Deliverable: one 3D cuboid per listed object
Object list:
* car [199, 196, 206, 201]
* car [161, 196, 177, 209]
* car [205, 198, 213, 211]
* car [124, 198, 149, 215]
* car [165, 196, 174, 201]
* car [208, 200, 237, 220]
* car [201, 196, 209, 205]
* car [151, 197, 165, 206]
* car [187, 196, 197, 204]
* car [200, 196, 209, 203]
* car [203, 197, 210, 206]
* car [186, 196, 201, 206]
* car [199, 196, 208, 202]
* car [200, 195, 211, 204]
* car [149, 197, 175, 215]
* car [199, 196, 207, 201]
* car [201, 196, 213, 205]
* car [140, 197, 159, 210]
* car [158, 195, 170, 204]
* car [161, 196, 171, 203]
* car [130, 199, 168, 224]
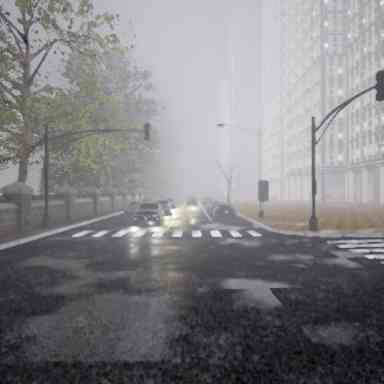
[{"bbox_3d":[2.710,1.699,89.994,1.802,1.307,4.206,0,0,0],"label":"car"},{"bbox_3d":[-3.072,1.563,44.386,1.812,1.442,4.674,0,0,0],"label":"car"},{"bbox_3d":[2.699,1.591,33.671,1.947,1.339,4.313,0,0,0],"label":"car"},{"bbox_3d":[-5.682,1.607,33.673,1.802,1.307,4.206,0,0,0],"label":"car"},{"bbox_3d":[-5.671,1.650,84.364,1.887,1.381,4.507,0,0,0],"label":"car"},{"bbox_3d":[2.697,1.586,28.038,1.947,1.339,4.313,0,0,0],"label":"car"},{"bbox_3d":[2.704,1.599,56.202,1.887,1.381,4.507,0,0,0],"label":"car"},{"bbox_3d":[-5.676,1.579,56.033,1.752,1.417,4.829,0,0,0],"label":"car"},{"bbox_3d":[0.014,1.572,65.325,1.837,1.490,4.892,0,0,0],"label":"car"},{"bbox_3d":[2.706,1.634,73.097,2.008,1.369,4.403,0,0,0],"label":"car"},{"bbox_3d":[2.700,1.597,39.304,1.947,1.339,4.313,0,0,0],"label":"car"},{"bbox_3d":[0.011,1.654,55.355,1.895,1.301,4.718,0,0,0],"label":"car"},{"bbox_3d":[2.708,1.645,78.729,2.008,1.369,4.403,0,0,0],"label":"car"},{"bbox_3d":[2.706,1.513,67.465,1.967,1.590,4.097,0,0,0],"label":"car"},{"bbox_3d":[-3.090,1.530,34.092,1.837,1.490,4.892,0,0,0],"label":"car"},{"bbox_3d":[2.709,1.687,84.362,1.802,1.307,4.206,0,0,0],"label":"car"},{"bbox_3d":[2.705,1.503,61.833,1.967,1.590,4.097,0,0,0],"label":"car"},{"bbox_3d":[-5.679,1.478,44.938,1.967,1.590,4.097,0,0,0],"label":"car"},{"bbox_3d":[-5.674,1.514,67.467,1.967,1.590,4.097,0,0,0],"label":"car"},{"bbox_3d":[-5.674,1.628,73.099,1.887,1.381,4.507,0,0,0],"label":"car"},{"bbox_3d":[-3.093,1.522,24.720,1.837,1.490,4.892,0,0,0],"label":"car"}]
